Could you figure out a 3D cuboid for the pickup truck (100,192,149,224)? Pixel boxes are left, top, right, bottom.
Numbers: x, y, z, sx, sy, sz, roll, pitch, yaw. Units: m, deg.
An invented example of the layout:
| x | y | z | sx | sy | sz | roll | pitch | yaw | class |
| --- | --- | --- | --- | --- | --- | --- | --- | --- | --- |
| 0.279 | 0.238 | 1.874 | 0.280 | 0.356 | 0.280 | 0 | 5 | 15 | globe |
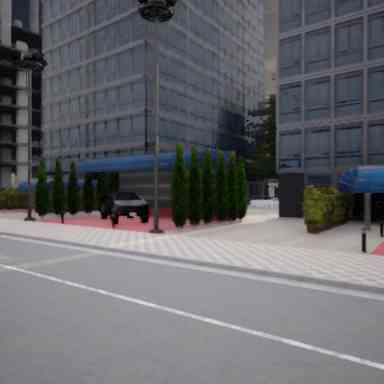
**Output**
| x | y | z | sx | sy | sz | roll | pitch | yaw | class |
| --- | --- | --- | --- | --- | --- | --- | --- | --- | --- |
| -4.932 | 1.032 | 23.501 | 2.390 | 2.098 | 6.274 | 0 | 0 | -24 | pickup truck |
